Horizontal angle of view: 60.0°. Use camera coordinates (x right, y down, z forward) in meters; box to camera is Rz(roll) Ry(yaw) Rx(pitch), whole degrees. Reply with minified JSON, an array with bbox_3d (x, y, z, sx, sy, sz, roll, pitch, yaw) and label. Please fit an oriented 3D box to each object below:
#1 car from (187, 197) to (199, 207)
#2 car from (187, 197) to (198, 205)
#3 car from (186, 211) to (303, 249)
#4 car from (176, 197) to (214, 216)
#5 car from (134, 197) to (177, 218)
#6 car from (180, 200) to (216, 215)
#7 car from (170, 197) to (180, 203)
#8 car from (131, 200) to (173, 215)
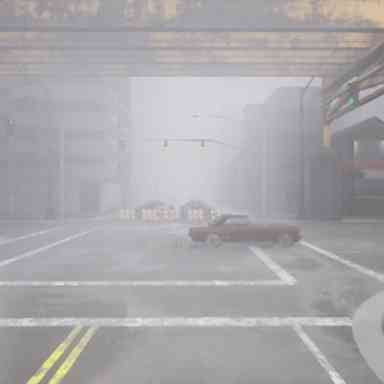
[{"bbox_3d":[0.126,1.659,57.663,2.038,1.542,4.974,0,0,0],"label":"car"},{"bbox_3d":[0.126,1.502,57.715,1.853,1.218,4.536,0,0,0],"label":"car"},{"bbox_3d":[2.201,1.653,14.313,4.718,1.301,1.895,0,0,0],"label":"car"},{"bbox_3d":[0.504,1.564,31.067,2.038,1.542,4.974,0,0,-20],"label":"car"},{"bbox_3d":[-3.657,1.565,31.373,2.038,1.542,4.974,0,0,25],"label":"car"},{"bbox_3d":[0.485,1.407,31.116,1.853,1.218,4.536,0,0,-20],"label":"car"},{"bbox_3d":[-3.308,1.532,66.236,1.853,1.218,4.536,0,0,0],"label":"car"},{"bbox_3d":[-3.635,1.408,31.421,1.853,1.218,4.536,0,0,25],"label":"car"}]
